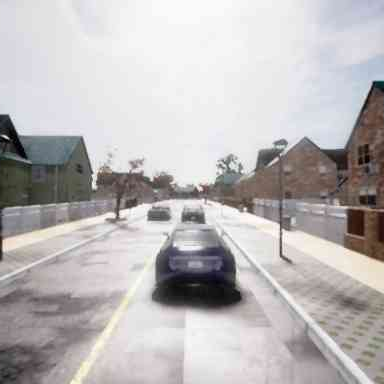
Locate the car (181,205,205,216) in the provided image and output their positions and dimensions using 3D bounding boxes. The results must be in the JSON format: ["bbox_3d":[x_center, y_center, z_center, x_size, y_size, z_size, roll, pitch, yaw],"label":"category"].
[{"bbox_3d":[0.093,1.743,28.294,1.895,1.301,4.718,0,0,0],"label":"car"}]

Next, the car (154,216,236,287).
[{"bbox_3d":[0.081,1.607,9.478,1.994,1.385,4.181,0,0,0],"label":"car"}]

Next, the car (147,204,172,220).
[{"bbox_3d":[-2.847,1.750,29.556,1.895,1.301,4.718,0,0,0],"label":"car"}]
